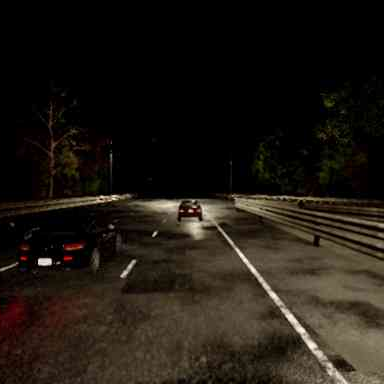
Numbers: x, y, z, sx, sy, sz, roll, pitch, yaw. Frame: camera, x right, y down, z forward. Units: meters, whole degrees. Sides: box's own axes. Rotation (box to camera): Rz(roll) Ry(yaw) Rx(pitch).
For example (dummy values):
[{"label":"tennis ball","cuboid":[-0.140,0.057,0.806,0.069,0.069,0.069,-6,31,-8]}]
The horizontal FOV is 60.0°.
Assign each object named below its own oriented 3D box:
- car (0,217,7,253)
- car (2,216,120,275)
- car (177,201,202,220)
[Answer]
[{"label":"car","cuboid":[-6.966,1.445,10.766,1.812,1.442,4.674,0,0,0]},{"label":"car","cuboid":[-3.460,1.449,10.075,1.812,1.442,4.674,0,0,0]},{"label":"car","cuboid":[-0.165,1.361,25.719,2.033,1.411,5.357,0,0,-1]}]
